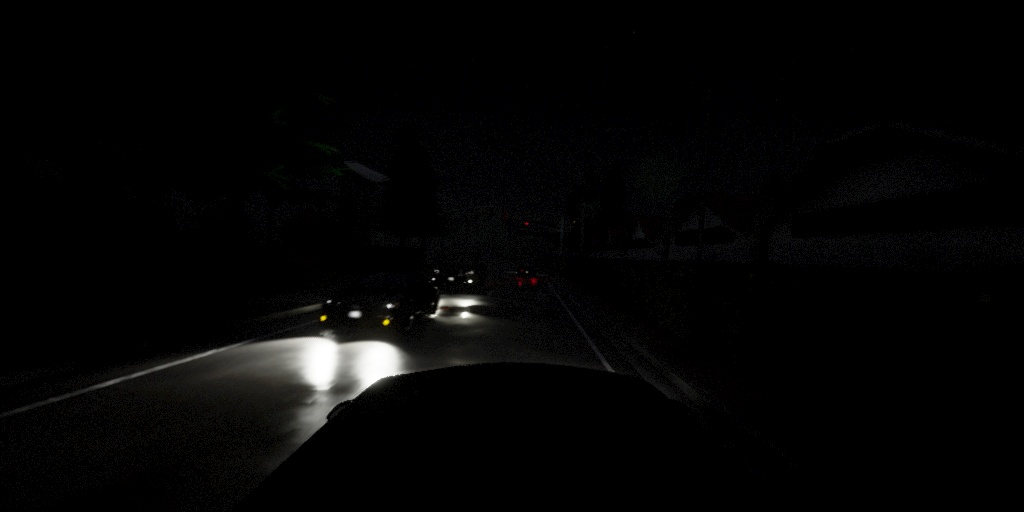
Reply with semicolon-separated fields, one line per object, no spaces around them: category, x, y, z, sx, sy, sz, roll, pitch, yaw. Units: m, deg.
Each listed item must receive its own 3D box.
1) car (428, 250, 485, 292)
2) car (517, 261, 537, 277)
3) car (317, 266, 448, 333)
car;-2.804;0.768;20.222;2.150;2.045;5.566;4;0;3
car;1.559;1.282;36.460;1.812;1.442;4.674;4;2;3
car;-3.340;1.094;9.844;1.994;1.385;4.181;4;0;3
